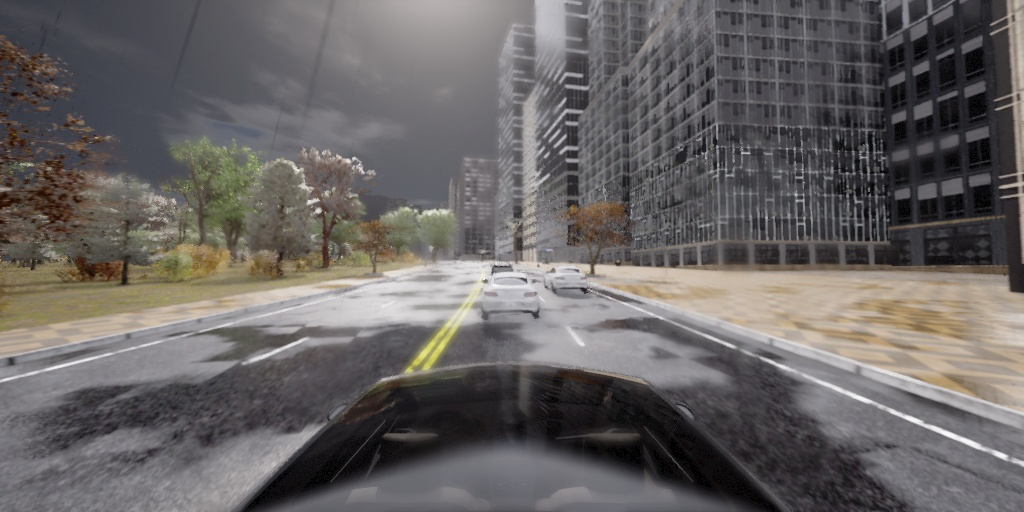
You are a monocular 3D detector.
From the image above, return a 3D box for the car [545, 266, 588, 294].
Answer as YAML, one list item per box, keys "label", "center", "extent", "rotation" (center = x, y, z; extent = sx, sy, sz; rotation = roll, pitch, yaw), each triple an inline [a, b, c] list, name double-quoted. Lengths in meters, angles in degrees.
- label: "car"
  center: [2.953, 1.251, 20.115]
  extent: [1.812, 1.442, 4.674]
  rotation: [0, 0, -2]

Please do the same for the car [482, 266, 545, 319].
- label: "car"
  center: [-0.067, 1.259, 12.620]
  extent: [1.812, 1.442, 4.674]
  rotation: [0, 0, -1]

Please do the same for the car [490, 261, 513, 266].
- label: "car"
  center: [-0.900, 1.207, 32.006]
  extent: [2.128, 1.511, 4.902]
  rotation: [0, 0, -3]
